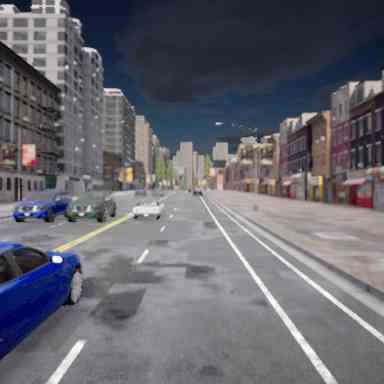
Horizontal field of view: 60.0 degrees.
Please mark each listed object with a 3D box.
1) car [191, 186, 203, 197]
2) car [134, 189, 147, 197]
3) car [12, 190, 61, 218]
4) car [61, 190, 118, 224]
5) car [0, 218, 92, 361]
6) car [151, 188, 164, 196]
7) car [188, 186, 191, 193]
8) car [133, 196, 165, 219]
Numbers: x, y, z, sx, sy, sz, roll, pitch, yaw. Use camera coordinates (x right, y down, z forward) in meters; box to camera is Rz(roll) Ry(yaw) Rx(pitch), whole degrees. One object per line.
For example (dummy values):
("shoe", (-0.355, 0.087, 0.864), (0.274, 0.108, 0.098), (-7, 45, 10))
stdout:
("car", (1.145, 0.088, 65.526), (1.882, 1.535, 5.008), (0, 2, 0))
("car", (-9.751, 0.204, 63.706), (2.033, 1.411, 5.357), (0, 2, 0))
("car", (-9.846, 0.928, 22.591), (2.150, 2.045, 5.566), (0, 1, 0))
("car", (-6.596, 0.927, 22.594), (2.150, 2.045, 5.566), (0, 1, 0))
("car", (-3.163, 1.443, 4.834), (1.882, 1.535, 5.008), (0, 1, 0))
("car", (-6.508, 0.008, 63.773), (2.097, 1.767, 4.553), (0, 1, 0))
("car", (0.010, -0.646, 84.225), (2.097, 1.767, 4.553), (0, 2, 0))
("car", (-3.150, 1.253, 25.089), (1.895, 1.301, 4.718), (0, 1, 0))
